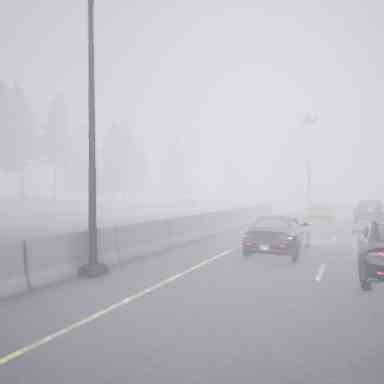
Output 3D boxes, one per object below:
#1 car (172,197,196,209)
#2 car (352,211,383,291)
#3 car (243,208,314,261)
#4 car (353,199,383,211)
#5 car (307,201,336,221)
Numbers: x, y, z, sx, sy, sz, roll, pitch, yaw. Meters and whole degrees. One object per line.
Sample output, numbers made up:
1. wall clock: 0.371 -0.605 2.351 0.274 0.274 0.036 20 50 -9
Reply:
1. car: -1.166 1.572 49.675 2.128 1.511 4.902 -1 0 31
2. car: 5.287 1.477 8.536 2.128 1.511 4.902 -1 0 26
3. car: 3.240 1.551 12.387 1.812 1.442 4.674 -1 0 26
4. car: 13.131 1.326 24.603 2.097 1.767 4.553 -1 0 27
5. car: 10.827 1.491 27.789 1.882 1.535 5.008 -1 0 27
